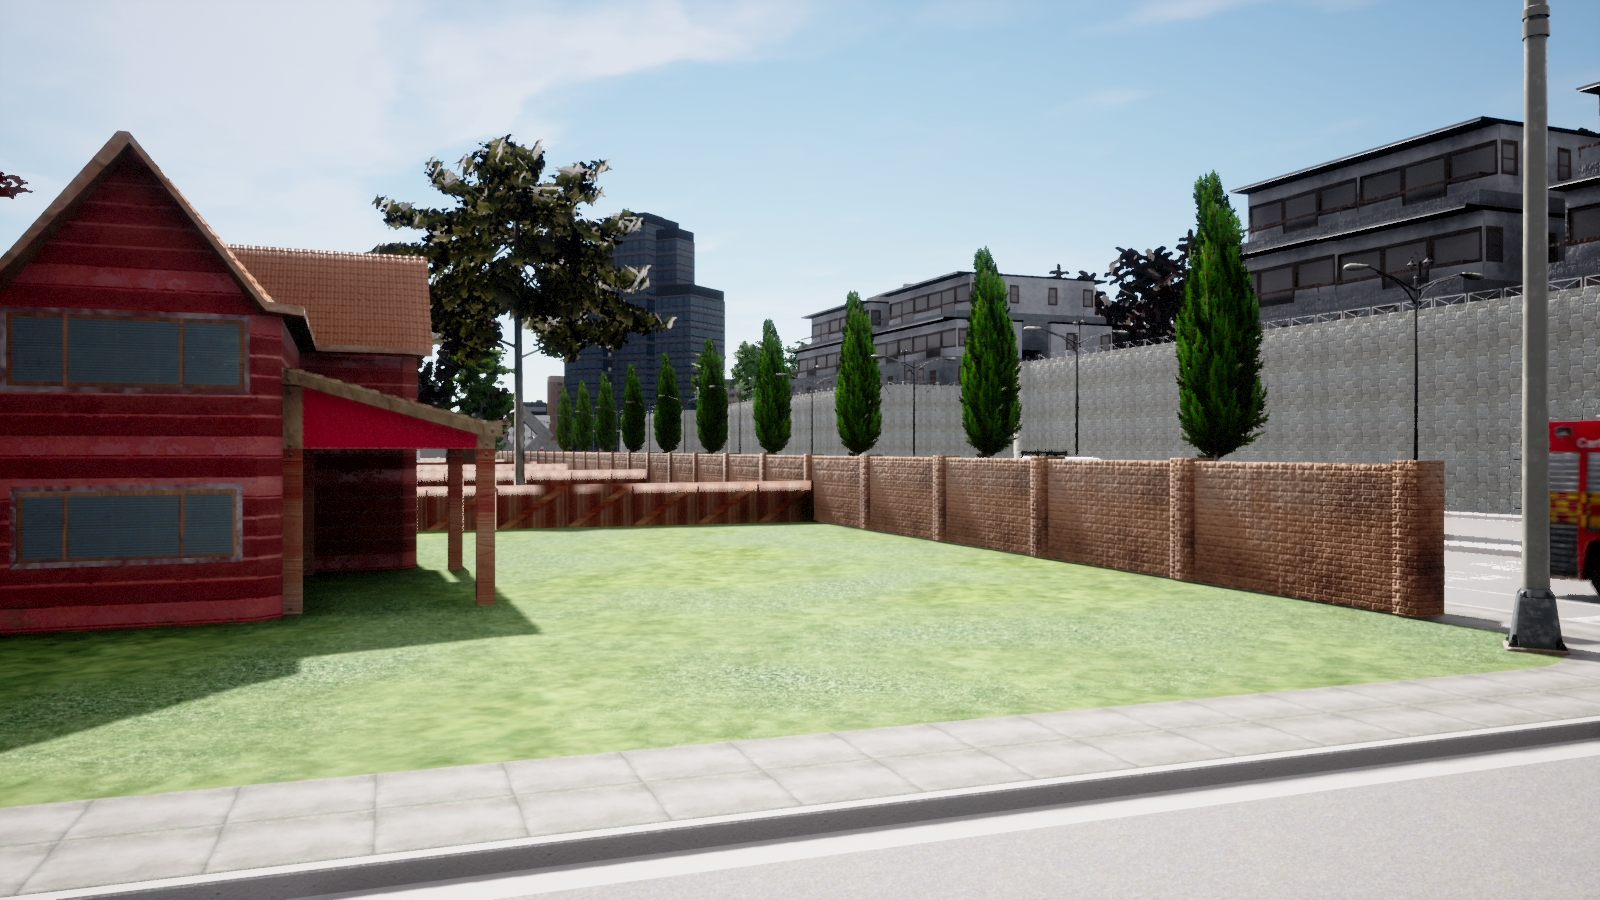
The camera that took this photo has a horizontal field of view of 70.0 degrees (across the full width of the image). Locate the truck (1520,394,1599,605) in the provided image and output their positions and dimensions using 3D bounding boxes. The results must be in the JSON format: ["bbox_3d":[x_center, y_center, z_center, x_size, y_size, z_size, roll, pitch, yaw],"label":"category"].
[{"bbox_3d":[16.786,0.890,18.677,2.891,3.827,8.468,0,0,-20],"label":"truck"}]
